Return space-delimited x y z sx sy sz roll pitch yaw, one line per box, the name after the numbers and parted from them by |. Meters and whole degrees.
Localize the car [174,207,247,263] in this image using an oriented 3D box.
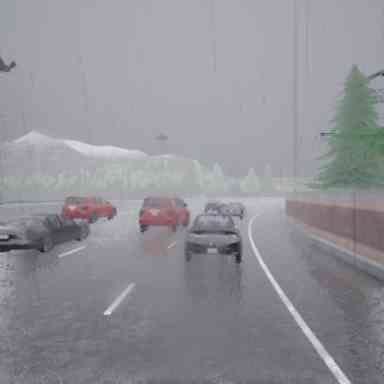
0.844 1.541 12.269 2.128 1.511 4.902 0 0 6 | car

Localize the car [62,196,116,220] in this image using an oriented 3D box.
-7.816 1.292 25.686 2.150 2.045 5.566 0 0 11 | car

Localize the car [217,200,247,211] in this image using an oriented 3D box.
3.914 1.676 30.332 2.033 1.411 5.357 0 0 14 | car

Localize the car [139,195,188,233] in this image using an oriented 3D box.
-1.603 1.293 20.616 2.150 2.045 5.566 0 0 9 | car

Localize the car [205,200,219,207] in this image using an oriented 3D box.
2.832 1.664 39.281 1.837 1.490 4.892 0 0 17 | car

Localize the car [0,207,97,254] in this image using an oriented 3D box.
-6.078 1.579 13.750 2.033 1.411 5.357 0 0 6 | car

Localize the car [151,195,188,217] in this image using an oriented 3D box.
-2.207 1.344 34.528 2.150 2.045 5.566 0 0 15 | car
